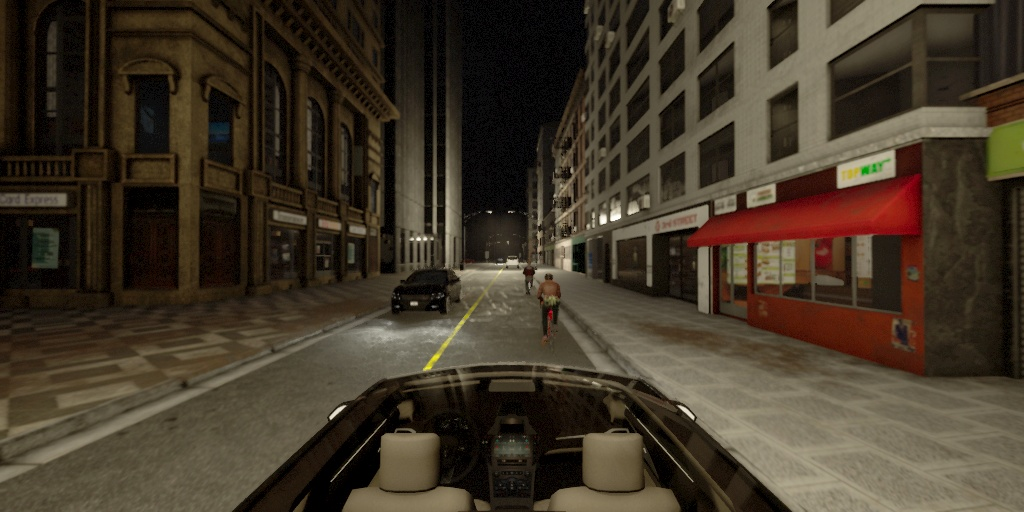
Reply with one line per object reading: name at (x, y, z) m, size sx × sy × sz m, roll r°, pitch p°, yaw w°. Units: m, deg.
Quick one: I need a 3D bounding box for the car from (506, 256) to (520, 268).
car at (0.111, 1.022, 61.236) m, size 2.150 × 2.045 × 5.566 m, roll 0°, pitch 0°, yaw 0°

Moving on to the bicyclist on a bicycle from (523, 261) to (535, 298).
bicyclist on a bicycle at (0.828, 1.125, 17.467) m, size 0.659 × 1.776 × 1.843 m, roll 0°, pitch 0°, yaw 0°

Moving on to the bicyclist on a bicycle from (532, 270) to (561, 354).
bicyclist on a bicycle at (0.826, 1.204, 7.871) m, size 0.582 × 1.620 × 1.656 m, roll 0°, pitch 0°, yaw 0°

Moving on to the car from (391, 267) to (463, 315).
car at (-3.099, 1.230, 13.861) m, size 1.882 × 1.535 × 5.008 m, roll 0°, pitch 0°, yaw 0°
